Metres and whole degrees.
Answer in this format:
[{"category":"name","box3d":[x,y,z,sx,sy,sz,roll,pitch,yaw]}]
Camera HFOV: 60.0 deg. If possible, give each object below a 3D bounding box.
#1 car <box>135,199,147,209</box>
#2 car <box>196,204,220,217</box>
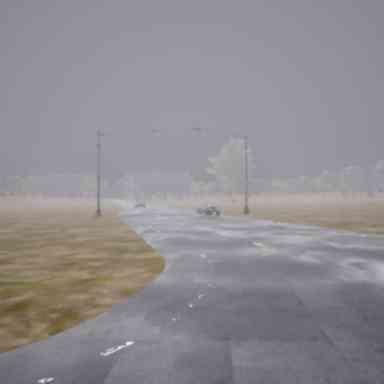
[{"category":"car","box3d":[-10.226,2.393,66.849,2.150,2.045,5.566,0,-1,-8]},{"category":"car","box3d":[1.911,2.190,40.160,1.837,1.490,4.892,0,-1,-15]}]
